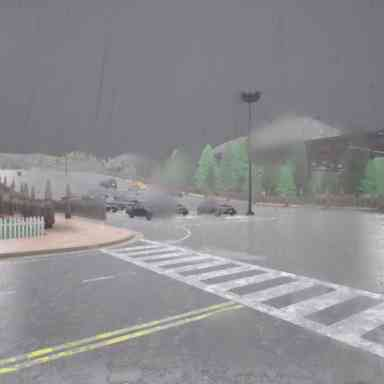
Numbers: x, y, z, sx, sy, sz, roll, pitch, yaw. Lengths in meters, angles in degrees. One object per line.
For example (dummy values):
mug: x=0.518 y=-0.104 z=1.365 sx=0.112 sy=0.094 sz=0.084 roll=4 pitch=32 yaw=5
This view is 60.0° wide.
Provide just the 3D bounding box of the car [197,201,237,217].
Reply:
car: x=2.312 y=1.558 z=31.746 sx=1.994 sy=1.385 sz=4.181 roll=0 pitch=0 yaw=-37

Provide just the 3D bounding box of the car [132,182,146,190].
car: x=-11.943 y=-1.425 z=74.037 sx=1.882 sy=1.535 sz=5.008 roll=0 pitch=7 yaw=-37

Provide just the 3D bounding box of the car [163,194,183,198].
car: x=-3.203 y=1.424 z=39.006 sx=1.882 sy=1.535 sz=5.008 roll=0 pitch=1 yaw=-37

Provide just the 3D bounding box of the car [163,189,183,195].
car: x=-3.710 y=0.236 z=63.250 sx=2.128 sy=1.511 sz=4.902 roll=0 pitch=6 yaw=-37

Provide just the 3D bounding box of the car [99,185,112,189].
car: x=-15.455 y=0.170 z=55.344 sx=1.837 sy=1.490 sz=4.892 roll=0 pitch=6 yaw=-37

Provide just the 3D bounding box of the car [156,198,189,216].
car: x=-2.104 y=1.556 z=31.772 sx=1.994 sy=1.385 sz=4.181 roll=0 pitch=0 yaw=-37

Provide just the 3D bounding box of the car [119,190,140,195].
car: x=-9.324 y=1.008 z=47.111 sx=1.882 sy=1.535 sz=5.008 roll=0 pitch=4 yaw=-37

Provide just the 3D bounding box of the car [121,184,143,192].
car: x=-11.517 y=-0.063 z=61.984 sx=1.895 sy=1.301 sz=4.718 roll=0 pitch=7 yaw=-37

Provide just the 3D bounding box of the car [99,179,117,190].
car: x=-17.640 y=-1.706 z=70.007 sx=2.150 sy=2.045 sz=5.566 roll=0 pitch=7 yaw=-37

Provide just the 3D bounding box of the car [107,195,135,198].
car: x=-8.210 y=1.413 z=39.818 sx=1.994 sy=1.385 sz=4.181 roll=0 pitch=2 yaw=-37

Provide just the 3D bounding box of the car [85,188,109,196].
car: x=-14.242 y=0.635 z=47.823 sx=2.097 sy=1.767 sz=4.553 roll=0 pitch=4 yaw=-37

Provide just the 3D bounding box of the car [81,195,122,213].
car: x=-9.908 y=1.451 z=36.260 sx=2.033 sy=1.411 sz=5.357 roll=0 pitch=2 yaw=-37

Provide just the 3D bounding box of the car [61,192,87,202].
car: x=-16.101 y=0.904 z=44.468 sx=1.837 sy=1.490 sz=4.892 roll=0 pitch=4 yaw=-37

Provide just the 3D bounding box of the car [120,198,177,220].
car: x=-3.801 y=1.544 z=28.216 sx=2.033 sy=1.411 sz=5.357 roll=0 pitch=0 yaw=-37
